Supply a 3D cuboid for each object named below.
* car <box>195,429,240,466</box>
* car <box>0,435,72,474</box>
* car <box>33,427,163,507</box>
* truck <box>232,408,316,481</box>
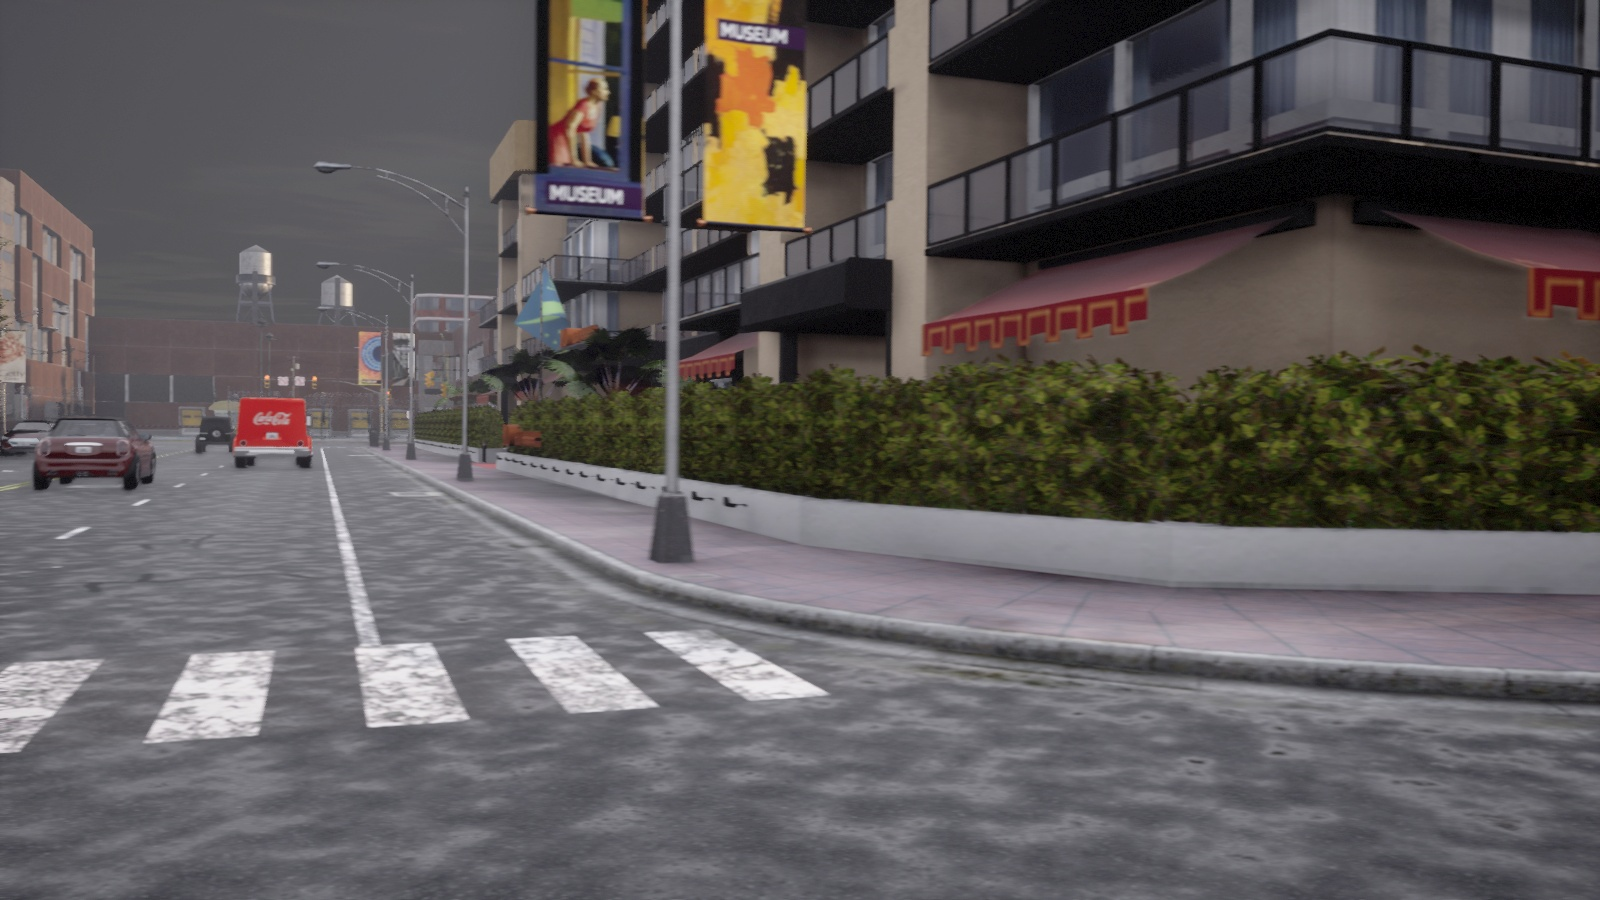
[{"bbox_3d":[-31.042,-0.161,67.037,1.905,1.878,3.866,-1,1,-21],"label":"car"},{"bbox_3d":[-34.687,0.175,57.056,2.033,1.649,4.856,-1,1,-21],"label":"car"},{"bbox_3d":[-16.933,0.343,30.526,2.097,1.767,4.553,-1,1,-21],"label":"car"},{"bbox_3d":[-19.152,-0.229,45.962,2.627,2.467,5.204,-1,1,-21],"label":"truck"}]
